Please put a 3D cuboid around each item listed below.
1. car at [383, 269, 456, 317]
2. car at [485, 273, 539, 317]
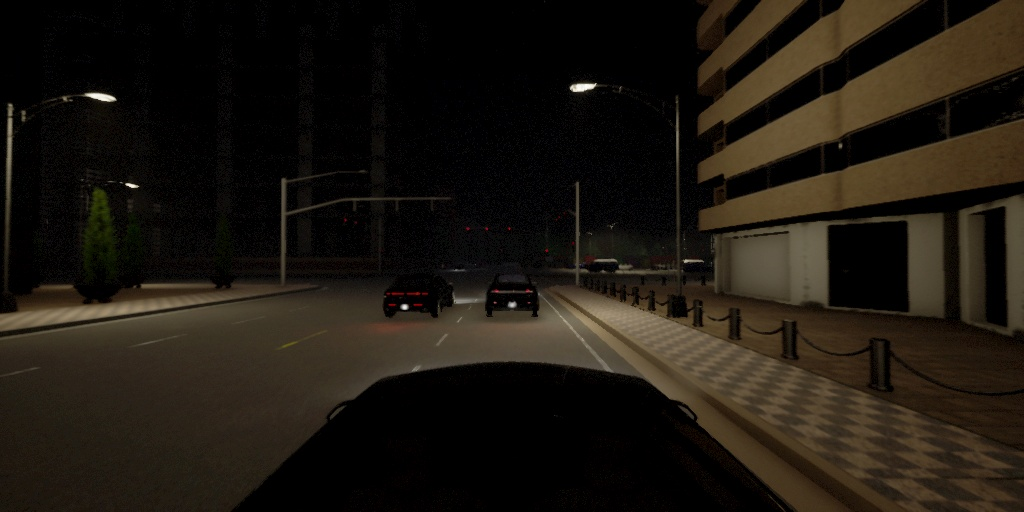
[{"bbox_3d":[-3.485,1.424,14.096,1.837,1.490,4.892,0,0,0],"label":"car"},{"bbox_3d":[0.014,1.410,14.067,2.128,1.511,4.902,0,-1,0],"label":"car"}]
